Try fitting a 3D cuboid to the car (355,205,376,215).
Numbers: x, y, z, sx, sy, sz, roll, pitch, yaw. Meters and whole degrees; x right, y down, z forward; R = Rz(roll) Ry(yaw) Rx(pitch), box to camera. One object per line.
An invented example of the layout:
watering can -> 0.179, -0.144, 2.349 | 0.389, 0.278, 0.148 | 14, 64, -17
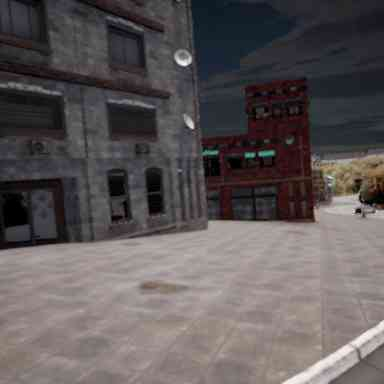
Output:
car -> 27.071, 2.764, 52.172 | 2.128, 1.511, 4.902 | -4, -3, 10
